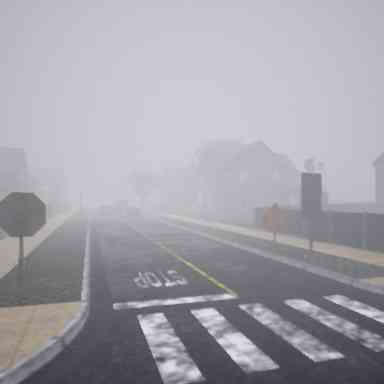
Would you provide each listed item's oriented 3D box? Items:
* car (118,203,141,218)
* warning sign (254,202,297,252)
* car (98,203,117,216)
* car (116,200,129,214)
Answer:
[{"bbox_3d":[-7.149,2.314,39.299,2.033,1.411,5.357,0,-1,-17],"label":"car"},{"bbox_3d":[3.343,1.360,13.413,1.300,1.860,1.060,0,-1,-17],"label":"warning sign"},{"bbox_3d":[-11.326,2.406,43.436,2.033,1.411,5.357,0,-1,-16],"label":"car"},{"bbox_3d":[-10.840,2.266,51.361,2.150,2.045,5.566,0,-1,-17],"label":"car"}]
